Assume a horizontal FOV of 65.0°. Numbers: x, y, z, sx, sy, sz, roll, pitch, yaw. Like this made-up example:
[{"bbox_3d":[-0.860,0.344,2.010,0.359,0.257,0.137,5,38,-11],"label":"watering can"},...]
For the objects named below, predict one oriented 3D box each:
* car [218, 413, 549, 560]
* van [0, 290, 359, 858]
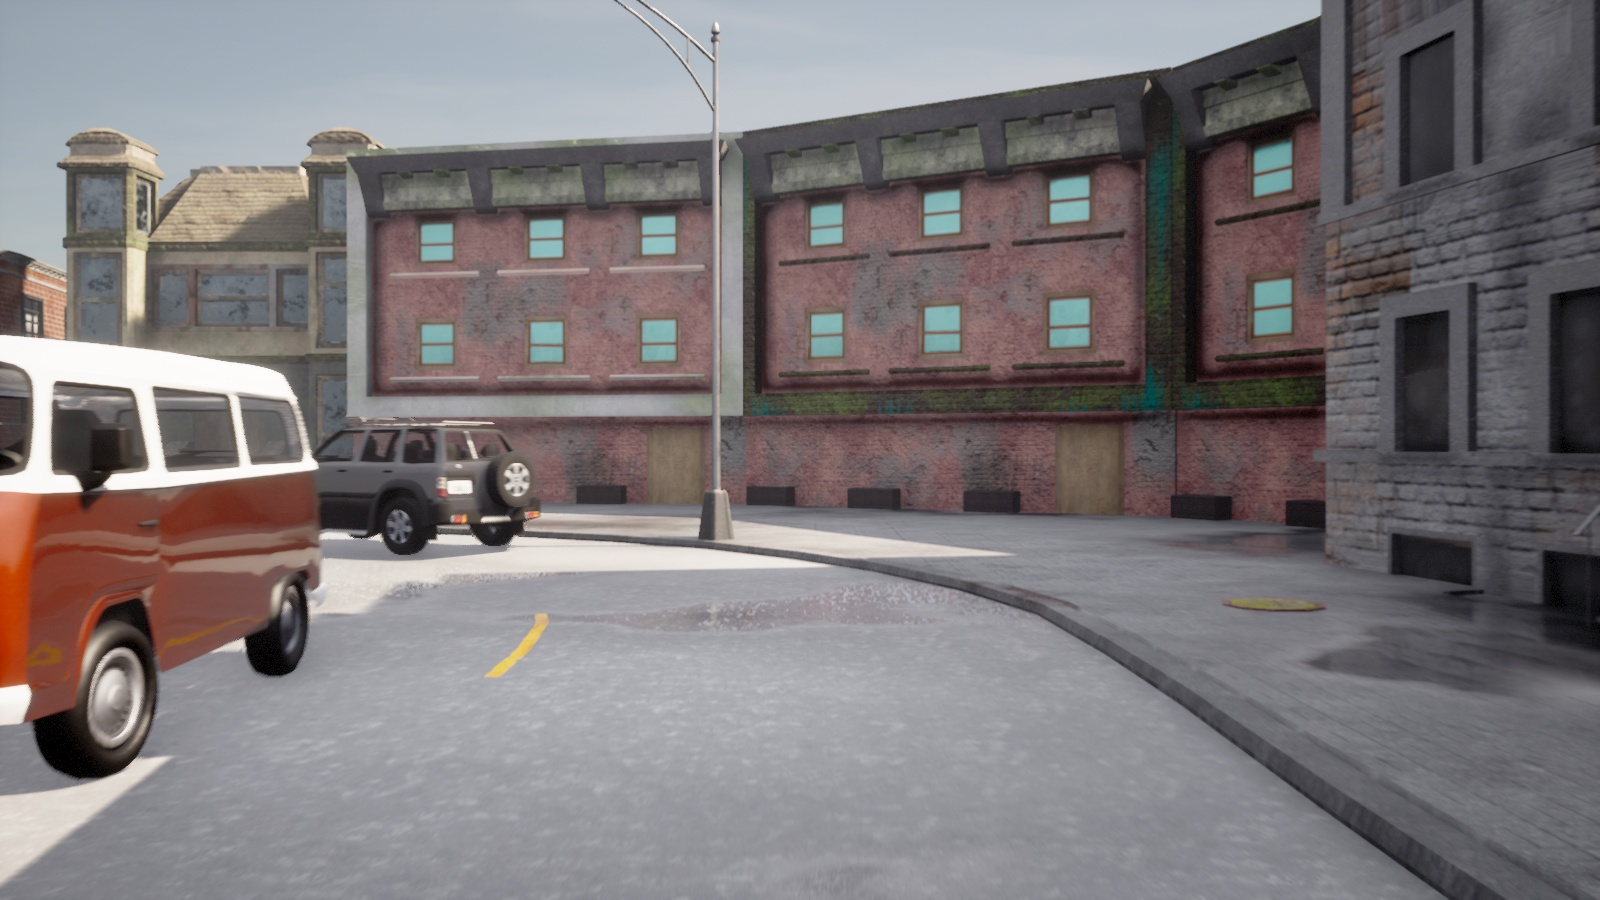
[{"bbox_3d":[-5.991,0.459,17.922,4.605,1.855,1.932,0,0,31],"label":"car"},{"bbox_3d":[-3.997,0.429,6.660,2.069,2.038,4.480,0,0,-5],"label":"van"}]
